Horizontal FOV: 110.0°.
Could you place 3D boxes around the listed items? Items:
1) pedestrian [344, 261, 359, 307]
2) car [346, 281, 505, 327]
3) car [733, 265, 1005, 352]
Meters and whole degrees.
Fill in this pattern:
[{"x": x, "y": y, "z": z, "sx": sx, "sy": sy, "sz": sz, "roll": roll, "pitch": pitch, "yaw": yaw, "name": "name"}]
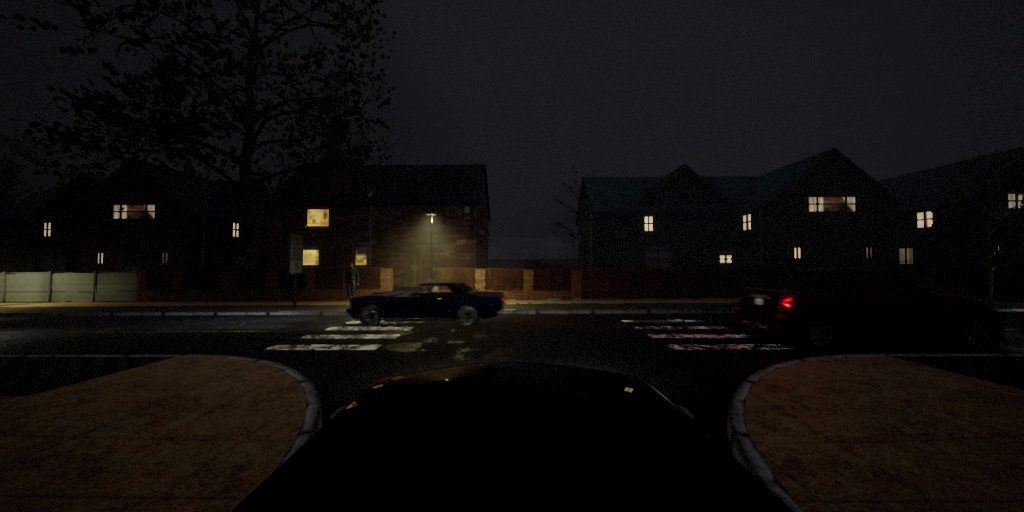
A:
[{"x": -6.453, "y": 1.113, "z": 14.428, "sx": 0.375, "sy": 1.860, "sz": 0.375, "roll": 0, "pitch": -1, "yaw": 2, "name": "pedestrian"}, {"x": -2.614, "y": 1.461, "z": 11.384, "sx": 4.718, "sy": 1.301, "sz": 1.895, "roll": -1, "pitch": -1, "yaw": 2, "name": "car"}, {"x": 7.756, "y": 1.041, "z": 8.122, "sx": 4.553, "sy": 1.767, "sz": 2.097, "roll": 0, "pitch": -1, "yaw": 2, "name": "car"}]
